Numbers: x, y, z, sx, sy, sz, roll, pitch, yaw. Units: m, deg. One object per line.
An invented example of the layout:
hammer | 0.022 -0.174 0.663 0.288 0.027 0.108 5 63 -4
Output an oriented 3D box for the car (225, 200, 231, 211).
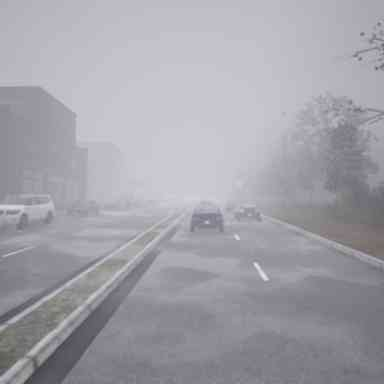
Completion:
car | 5.053 1.635 41.004 1.994 1.385 4.181 0 0 2

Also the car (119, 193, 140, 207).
car | -9.778 1.222 48.974 2.435 2.045 5.566 0 0 2

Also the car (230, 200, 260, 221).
car | 4.465 1.578 27.422 1.812 1.442 4.674 0 -1 3

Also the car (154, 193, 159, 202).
car | -8.914 1.384 70.991 2.185 1.767 4.553 0 0 2

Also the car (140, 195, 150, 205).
car | -9.465 1.490 58.389 2.231 1.521 4.892 0 0 3

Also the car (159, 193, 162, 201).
car | -8.706 1.515 76.296 1.946 1.575 5.366 0 0 2

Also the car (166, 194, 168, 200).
car | -8.262 1.538 87.653 2.231 1.521 4.892 0 0 2

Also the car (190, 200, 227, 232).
car | 0.921 1.511 20.568 1.882 1.535 5.008 0 0 2

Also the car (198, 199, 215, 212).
car | 1.801 1.627 40.831 1.994 1.385 4.181 0 0 3

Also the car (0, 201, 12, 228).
car | -11.091 1.415 15.566 1.946 1.575 5.366 0 0 2

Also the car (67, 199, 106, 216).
car | -10.432 1.475 32.408 2.163 1.488 4.792 0 0 2

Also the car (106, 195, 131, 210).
car | -9.993 1.465 43.488 2.231 1.521 4.892 0 0 2

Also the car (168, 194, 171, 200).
car | -8.043 1.547 93.175 2.231 1.521 4.892 0 0 2

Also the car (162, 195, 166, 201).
car | -8.483 1.276 81.974 2.435 2.045 5.566 0 0 2

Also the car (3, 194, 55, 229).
car | -10.859 1.176 21.371 2.435 2.045 5.566 0 0 2

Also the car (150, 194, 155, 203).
car | -9.139 1.497 65.254 1.946 1.575 5.366 0 0 2
